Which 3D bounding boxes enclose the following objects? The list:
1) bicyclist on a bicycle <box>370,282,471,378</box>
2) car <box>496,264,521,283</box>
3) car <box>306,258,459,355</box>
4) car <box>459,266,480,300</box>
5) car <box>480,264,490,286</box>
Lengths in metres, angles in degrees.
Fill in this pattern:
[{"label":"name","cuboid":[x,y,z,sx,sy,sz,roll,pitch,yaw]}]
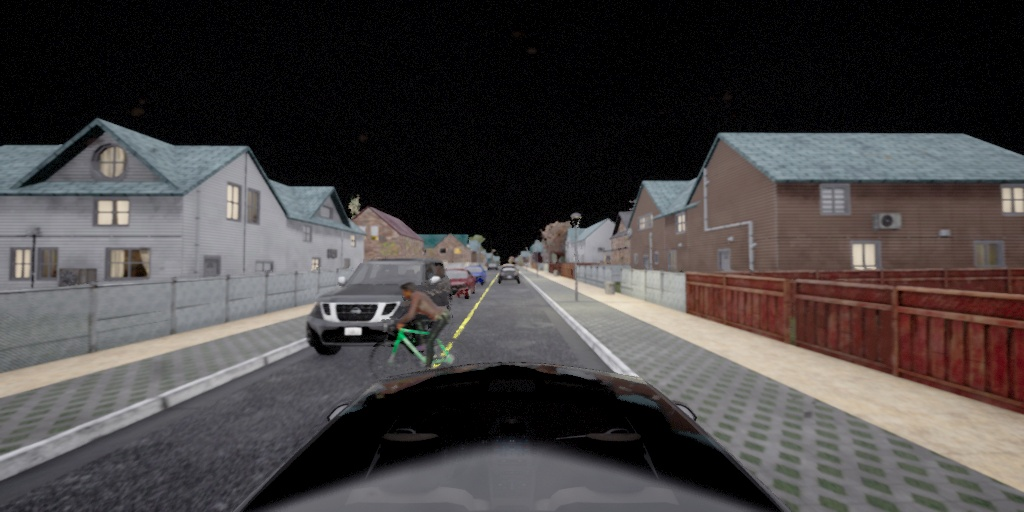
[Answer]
[{"label":"bicyclist on a bicycle","cuboid":[-1.501,1.244,5.827,1.656,1.620,0.582,-2,-1,-1]},{"label":"car","cuboid":[-0.256,1.629,32.325,1.812,1.442,4.674,0,-1,-1]},{"label":"car","cuboid":[-2.928,1.054,9.309,2.150,2.045,5.566,0,-1,-1]},{"label":"car","cuboid":[-3.036,1.423,19.317,1.882,1.535,5.008,0,-1,-1]},{"label":"car","cuboid":[-3.123,1.548,29.457,1.882,1.535,5.008,0,-1,0]}]
